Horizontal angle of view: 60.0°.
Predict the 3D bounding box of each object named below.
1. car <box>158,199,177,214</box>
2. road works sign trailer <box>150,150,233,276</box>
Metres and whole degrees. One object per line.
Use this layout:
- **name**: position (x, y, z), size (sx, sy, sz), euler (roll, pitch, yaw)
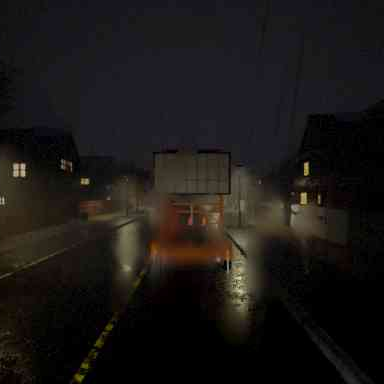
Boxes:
- **car**: position (-2.752, 1.634, 38.197), size (1.882, 1.535, 5.008), euler (0, 0, 0)
- **road works sign trailer**: position (-0.004, 0.484, 10.447), size (2.380, 3.560, 2.880), euler (0, 0, 1)
